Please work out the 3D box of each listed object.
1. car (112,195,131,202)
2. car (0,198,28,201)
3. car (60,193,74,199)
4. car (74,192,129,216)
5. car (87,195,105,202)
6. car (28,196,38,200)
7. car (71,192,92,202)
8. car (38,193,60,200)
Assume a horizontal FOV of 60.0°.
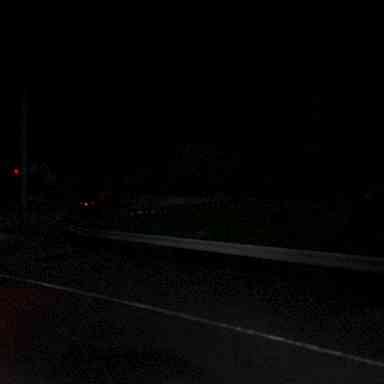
[{"bbox_3d":[-15.452,1.426,72.974,2.128,1.511,4.902,0,0,14],"label":"car"},{"bbox_3d":[-25.586,1.520,46.012,1.994,1.385,4.181,0,0,24],"label":"car"},{"bbox_3d":[-20.188,1.282,58.209,2.097,1.767,4.553,0,0,23],"label":"car"},{"bbox_3d":[-8.448,1.179,32.463,2.150,2.045,5.566,0,0,24],"label":"car"},{"bbox_3d":[-21.994,1.429,76.246,2.128,1.511,4.902,0,0,10],"label":"car"},{"bbox_3d":[-29.630,1.413,62.459,1.882,1.535,5.008,0,0,24],"label":"car"},{"bbox_3d":[-25.436,1.118,76.949,2.150,2.045,5.566,0,0,10],"label":"car"},{"bbox_3d":[-25.665,1.151,62.826,2.150,2.045,5.566,0,0,22],"label":"car"}]
